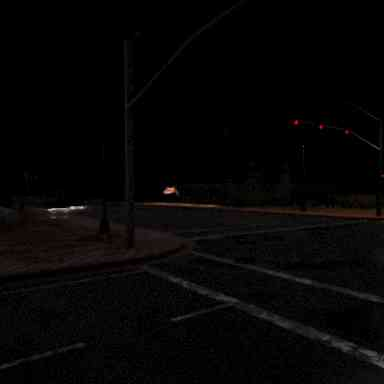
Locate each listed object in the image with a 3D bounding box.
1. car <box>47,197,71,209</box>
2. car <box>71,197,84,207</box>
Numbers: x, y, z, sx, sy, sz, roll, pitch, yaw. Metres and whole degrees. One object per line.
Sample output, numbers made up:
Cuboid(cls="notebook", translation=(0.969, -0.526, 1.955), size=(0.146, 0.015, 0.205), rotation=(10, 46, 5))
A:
Cuboid(cls="car", translation=(-18.355, 1.447, 45.050), size=(1.812, 1.442, 4.674), rotation=(-1, 0, -35))
Cuboid(cls="car", translation=(-18.123, 1.445, 50.796), size=(2.033, 1.411, 5.357), rotation=(0, 0, -35))
